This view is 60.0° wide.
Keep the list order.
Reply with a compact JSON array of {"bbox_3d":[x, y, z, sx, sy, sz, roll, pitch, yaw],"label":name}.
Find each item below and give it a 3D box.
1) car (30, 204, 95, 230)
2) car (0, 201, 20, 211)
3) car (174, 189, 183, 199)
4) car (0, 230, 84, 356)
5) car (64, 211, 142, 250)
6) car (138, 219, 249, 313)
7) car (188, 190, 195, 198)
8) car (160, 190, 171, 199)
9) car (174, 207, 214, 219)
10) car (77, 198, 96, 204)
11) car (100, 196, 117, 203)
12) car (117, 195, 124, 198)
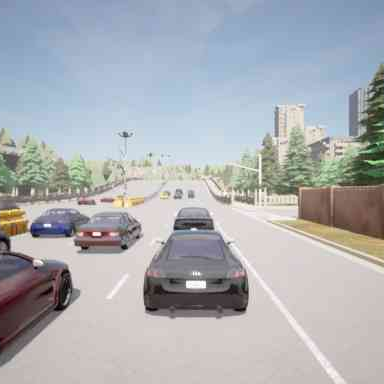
[{"bbox_3d":[-6.919,1.564,17.931,1.994,1.385,4.181,0,0,0],"label":"car"},{"bbox_3d":[-17.631,1.563,30.479,1.994,1.385,4.181,0,0,0],"label":"car"},{"bbox_3d":[-3.697,0.902,86.888,2.097,1.767,4.553,0,3,0],"label":"car"},{"bbox_3d":[-3.410,1.564,5.131,1.994,1.385,4.181,0,0,0],"label":"car"},{"bbox_3d":[-3.409,1.547,14.371,2.033,1.411,5.357,0,0,0],"label":"car"},{"bbox_3d":[0.088,1.564,7.740,1.994,1.385,4.181,0,0,1],"label":"car"},{"bbox_3d":[-0.218,0.838,90.060,1.837,1.490,4.892,0,4,0],"label":"car"},{"bbox_3d":[-7.198,1.023,86.902,1.882,1.535,5.008,0,3,0],"label":"car"},{"bbox_3d":[0.084,1.477,16.730,1.882,1.535,5.008,0,0,0],"label":"car"},{"bbox_3d":[-17.642,1.600,55.654,1.895,1.301,4.718,0,0,0],"label":"car"},{"bbox_3d":[-17.581,1.593,68.666,1.895,1.301,4.718,0,0,0],"label":"car"},{"bbox_3d":[-17.666,1.378,82.021,1.895,1.301,4.718,0,2,0],"label":"car"}]
